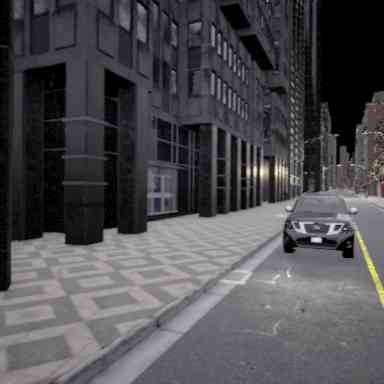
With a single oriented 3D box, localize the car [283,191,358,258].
[{"bbox_3d":[4.933,1.096,12.734,2.150,2.045,5.566,1,1,24],"label":"car"}]
